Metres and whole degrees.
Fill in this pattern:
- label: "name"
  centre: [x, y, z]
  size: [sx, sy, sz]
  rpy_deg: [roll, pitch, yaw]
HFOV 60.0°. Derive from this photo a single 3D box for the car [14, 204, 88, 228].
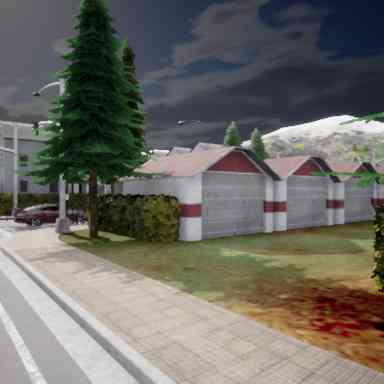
- label: "car"
  centre: [-9.274, 1.535, 22.299]
  size: [4.674, 1.442, 1.812]
  rpy_deg: [0, 0, -38]
